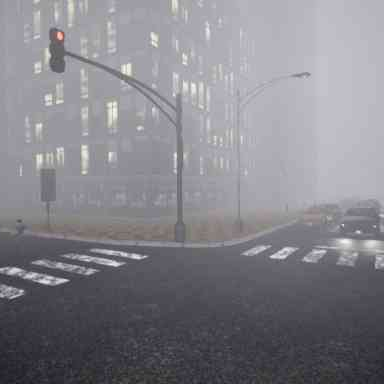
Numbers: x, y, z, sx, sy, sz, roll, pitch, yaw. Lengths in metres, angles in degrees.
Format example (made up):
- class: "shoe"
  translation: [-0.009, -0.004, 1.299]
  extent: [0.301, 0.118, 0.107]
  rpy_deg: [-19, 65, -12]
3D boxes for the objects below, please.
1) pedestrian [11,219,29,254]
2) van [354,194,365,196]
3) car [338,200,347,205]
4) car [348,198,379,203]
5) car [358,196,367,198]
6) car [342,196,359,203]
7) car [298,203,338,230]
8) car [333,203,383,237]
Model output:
- class: "pedestrian"
  translation: [-5.671, 1.428, 11.067]
  extent: [0.375, 1.300, 0.375]
  rpy_deg: [0, 0, 30]
- class: "van"
  translation: [30.144, 1.311, 60.713]
  extent: [1.690, 1.788, 3.998]
  rpy_deg: [-1, 0, 29]
- class: "car"
  translation: [10.755, 1.553, 26.205]
  extent: [1.947, 1.339, 4.313]
  rpy_deg: [-1, 0, 29]
- class: "car"
  translation: [14.204, 1.476, 26.973]
  extent: [2.128, 1.511, 4.902]
  rpy_deg: [0, 0, 30]
- class: "car"
  translation: [19.263, 1.485, 35.827]
  extent: [1.837, 1.490, 4.892]
  rpy_deg: [0, 0, 29]
- class: "car"
  translation: [19.065, 1.524, 40.993]
  extent: [1.887, 1.381, 4.507]
  rpy_deg: [-1, 0, 29]
- class: "car"
  translation: [7.901, 1.515, 21.128]
  extent: [1.752, 1.417, 4.829]
  rpy_deg: [-1, 0, 29]
- class: "car"
  translation: [9.311, 1.537, 18.308]
  extent: [2.033, 1.411, 5.357]
  rpy_deg: [0, 0, 29]
